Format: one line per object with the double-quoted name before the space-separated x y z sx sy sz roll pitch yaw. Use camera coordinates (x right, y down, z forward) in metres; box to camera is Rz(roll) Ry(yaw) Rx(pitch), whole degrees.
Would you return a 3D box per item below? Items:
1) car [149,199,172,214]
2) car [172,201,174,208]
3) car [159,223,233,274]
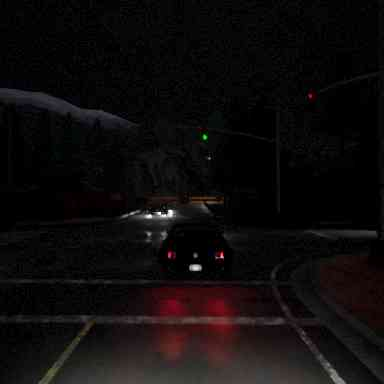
"car" -3.570 1.606 36.403 1.812 1.442 4.674 0 0 0
"car" -3.553 1.703 46.415 1.895 1.301 4.718 0 0 0
"car" 0.098 1.624 10.614 1.895 1.301 4.718 0 0 0
